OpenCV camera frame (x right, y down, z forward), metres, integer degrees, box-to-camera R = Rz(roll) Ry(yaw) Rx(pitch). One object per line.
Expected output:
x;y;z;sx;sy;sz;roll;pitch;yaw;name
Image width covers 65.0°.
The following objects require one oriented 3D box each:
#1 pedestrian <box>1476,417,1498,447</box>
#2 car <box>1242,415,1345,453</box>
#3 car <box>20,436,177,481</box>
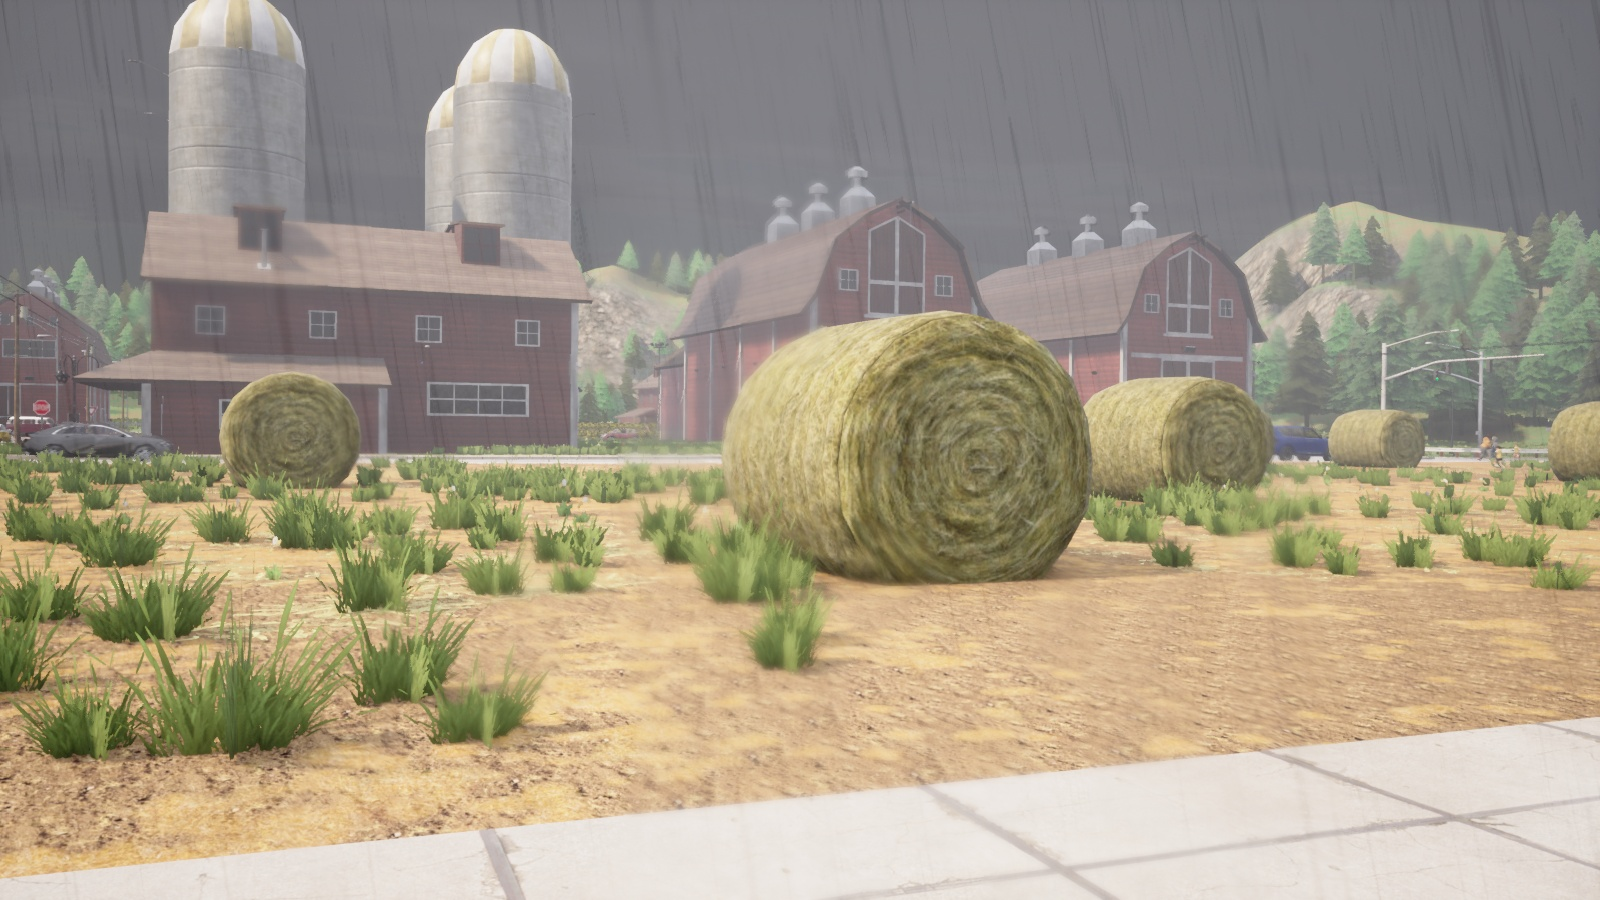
43.131;-1.140;78.828;0.874;1.855;0.900;-1;1;-28;pedestrian
27.739;-0.922;70.534;5.566;2.045;2.150;-1;1;-25;car
-25.594;0.290;46.010;4.902;1.511;2.128;-1;1;-27;car
